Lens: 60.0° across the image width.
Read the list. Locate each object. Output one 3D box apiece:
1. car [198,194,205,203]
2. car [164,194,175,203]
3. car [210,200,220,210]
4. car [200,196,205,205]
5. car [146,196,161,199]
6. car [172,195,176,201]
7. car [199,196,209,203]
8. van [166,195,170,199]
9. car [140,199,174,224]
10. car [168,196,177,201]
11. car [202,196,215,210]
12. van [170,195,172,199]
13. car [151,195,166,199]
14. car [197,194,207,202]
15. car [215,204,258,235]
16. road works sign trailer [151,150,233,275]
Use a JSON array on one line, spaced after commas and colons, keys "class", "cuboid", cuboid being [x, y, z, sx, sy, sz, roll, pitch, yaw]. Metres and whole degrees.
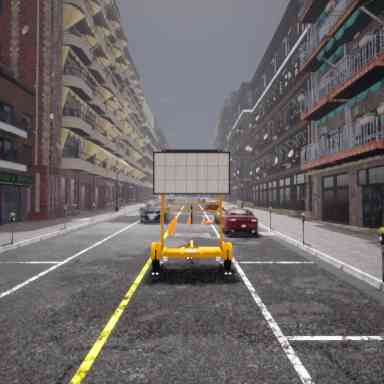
[{"class": "car", "cuboid": [2.588, 1.684, 63.058, 1.887, 1.381, 4.507, 1, 0, 0]}, {"class": "car", "cuboid": [-5.287, 1.526, 79.711, 2.192, 1.841, 5.009, 1, 0, 0]}, {"class": "car", "cuboid": [2.586, 1.555, 24.514, 1.752, 1.417, 4.829, 1, 0, 0]}, {"class": "car", "cuboid": [2.586, 1.635, 46.466, 2.008, 1.369, 4.403, 1, 0, 0]}, {"class": "car", "cuboid": [-5.293, 1.594, 40.828, 1.752, 1.417, 4.829, 2, 0, 0]}, {"class": "car", "cuboid": [-5.287, 1.501, 74.181, 2.192, 1.841, 5.009, 1, 0, 0]}, {"class": "car", "cuboid": [2.598, 1.626, 74.120, 1.967, 1.590, 4.097, 1, 0, 0]}, {"class": "van", "cuboid": [-5.288, 1.460, 57.589, 1.690, 1.788, 3.998, 2, 0, 0]}, {"class": "car", "cuboid": [-2.750, 1.523, 25.265, 2.128, 1.511, 4.902, 0, 0, 0]}, {"class": "car", "cuboid": [-5.293, 1.830, 90.773, 1.947, 1.339, 4.313, 1, 0, 0]}, {"class": "car", "cuboid": [2.586, 1.614, 40.934, 1.887, 1.381, 4.507, 1, 0, 0]}, {"class": "van", "cuboid": [-5.288, 1.481, 63.121, 1.690, 1.788, 3.998, 1, 0, 0]}, {"class": "car", "cuboid": [-5.287, 1.399, 46.530, 2.192, 1.841, 5.009, 2, 0, 0]}, {"class": "car", "cuboid": [2.559, 1.551, 85.182, 2.192, 1.841, 5.009, 1, 0, 0]}, {"class": "car", "cuboid": [2.586, 1.565, 18.812, 1.887, 1.381, 4.507, 1, 0, 0]}, {"class": "road works sign trailer", "cuboid": [-0.009, 0.473, 10.485, 2.380, 3.560, 2.880, 0, 0, 0]}]
